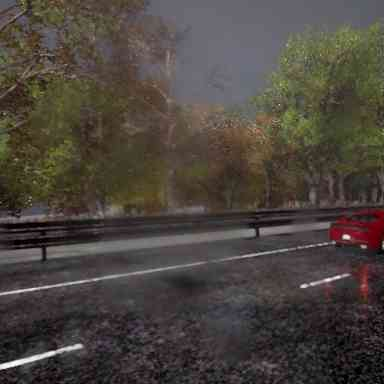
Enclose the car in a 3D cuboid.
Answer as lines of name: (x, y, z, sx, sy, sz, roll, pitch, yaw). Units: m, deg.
car: (7.716, 1.505, 13.716, 5.008, 1.535, 1.882, 0, 0, -36)
